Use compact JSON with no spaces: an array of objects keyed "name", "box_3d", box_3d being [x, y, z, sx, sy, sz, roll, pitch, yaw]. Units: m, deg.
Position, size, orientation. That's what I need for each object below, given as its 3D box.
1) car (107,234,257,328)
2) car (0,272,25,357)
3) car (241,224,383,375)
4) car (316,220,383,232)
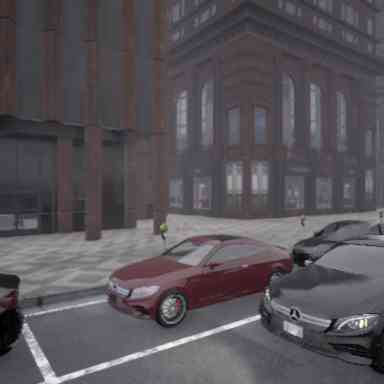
[{"name":"car","box_3d":[0.366,1.574,6.911,4.206,1.307,1.802,0,0,-35]},{"name":"car","box_3d":[-4.223,1.569,3.637,4.313,1.339,1.947,0,0,-35]},{"name":"car","box_3d":[3.207,1.515,5.668,4.674,1.442,1.812,0,0,-35]},{"name":"car","box_3d":[4.955,1.549,10.184,4.313,1.339,1.947,0,0,-35]}]
